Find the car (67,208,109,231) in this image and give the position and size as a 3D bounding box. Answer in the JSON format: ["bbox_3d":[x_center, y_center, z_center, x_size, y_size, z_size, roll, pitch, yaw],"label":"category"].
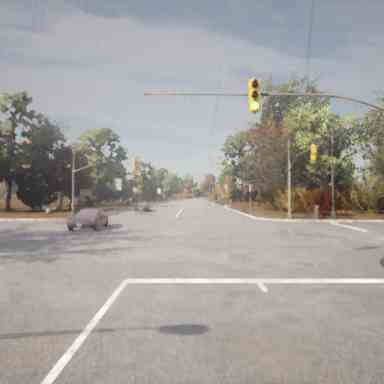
[{"bbox_3d":[-7.006,1.826,22.946,1.812,1.442,4.674,0,-1,0],"label":"car"}]

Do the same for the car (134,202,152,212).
[{"bbox_3d":[-7.007,2.147,48.082,1.812,1.442,4.674,0,0,0],"label":"car"}]
